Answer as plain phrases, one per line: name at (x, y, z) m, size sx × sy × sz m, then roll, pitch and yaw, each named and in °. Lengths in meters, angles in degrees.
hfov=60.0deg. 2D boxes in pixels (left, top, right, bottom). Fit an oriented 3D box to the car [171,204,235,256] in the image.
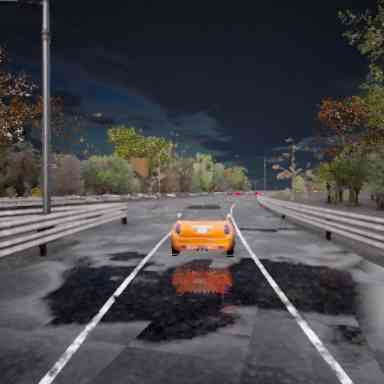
car at (0.466, 1.237, 12.709) m, size 2.097 × 1.767 × 4.553 m, roll 0°, pitch 0°, yaw 4°
